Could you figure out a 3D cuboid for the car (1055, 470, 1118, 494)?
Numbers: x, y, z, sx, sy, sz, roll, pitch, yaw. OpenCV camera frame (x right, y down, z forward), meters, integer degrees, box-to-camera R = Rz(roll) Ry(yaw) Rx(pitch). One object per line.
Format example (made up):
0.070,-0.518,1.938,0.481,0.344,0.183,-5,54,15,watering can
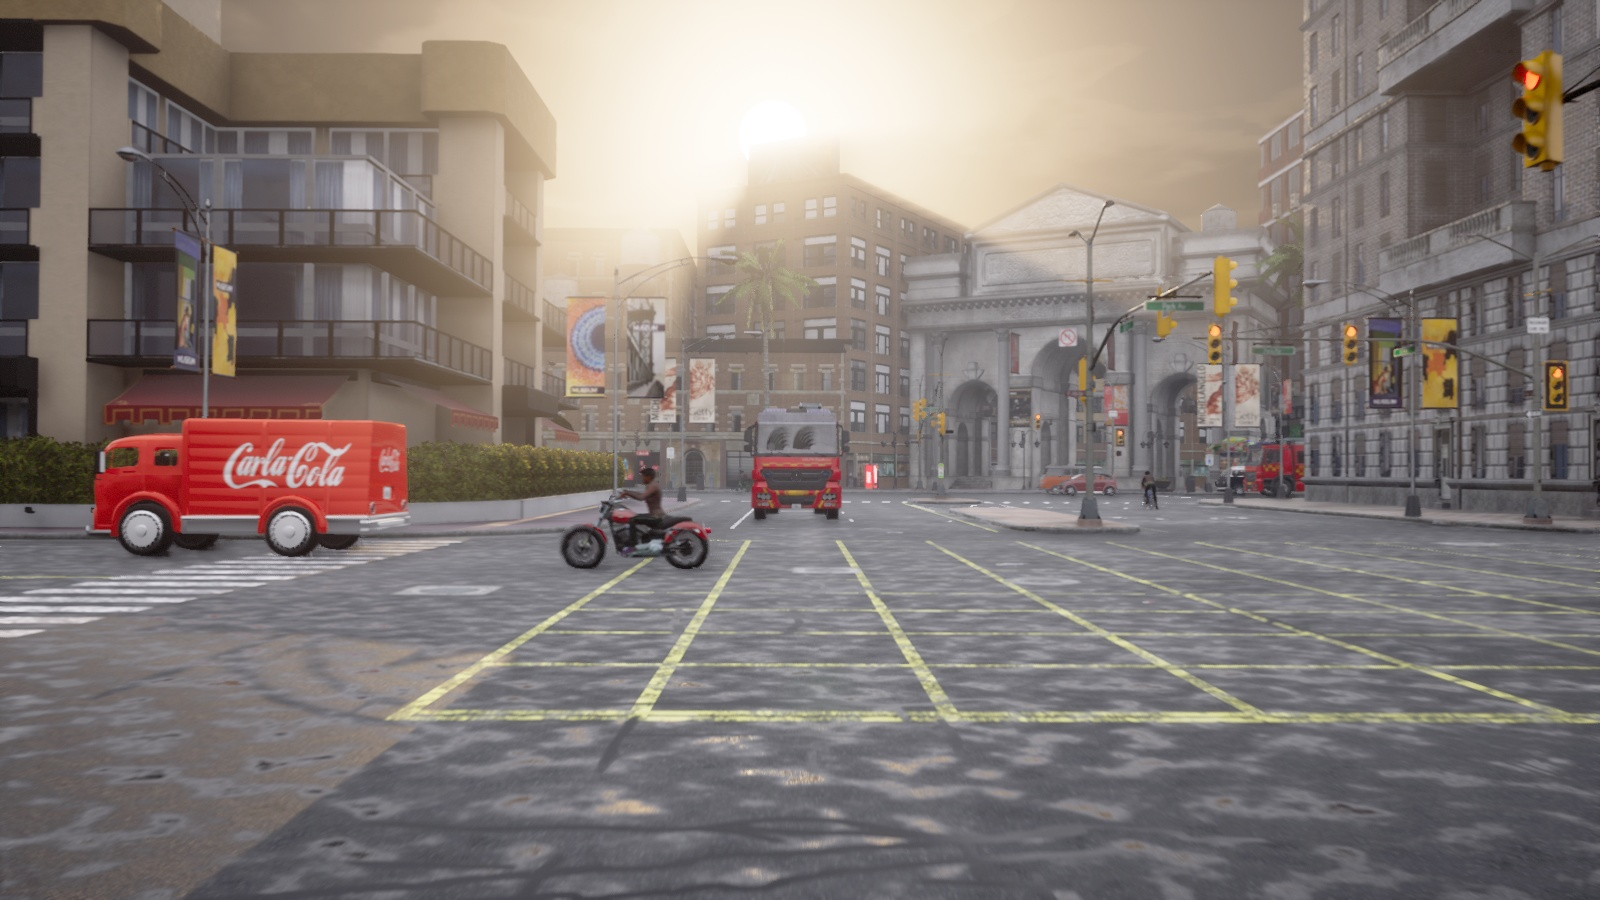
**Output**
18.592,2.085,81.616,3.705,1.549,1.789,0,-1,0,car

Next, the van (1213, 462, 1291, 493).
30.567,1.840,85.048,4.480,2.038,2.069,0,-1,0,van

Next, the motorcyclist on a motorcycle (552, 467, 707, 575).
-2.674,1.109,19.889,2.350,1.649,0.766,0,-1,0,motorcyclist on a motorcycle

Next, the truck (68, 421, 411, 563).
-10.231,0.759,23.334,5.204,2.467,2.627,0,-1,0,truck

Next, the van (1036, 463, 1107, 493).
18.355,1.919,85.120,4.442,1.987,1.775,0,-1,0,van

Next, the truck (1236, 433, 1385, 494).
33.073,0.883,81.549,8.468,3.827,2.891,0,-1,0,truck

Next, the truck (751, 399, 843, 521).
-0.111,0.381,43.655,2.891,3.827,8.468,0,-1,0,truck
